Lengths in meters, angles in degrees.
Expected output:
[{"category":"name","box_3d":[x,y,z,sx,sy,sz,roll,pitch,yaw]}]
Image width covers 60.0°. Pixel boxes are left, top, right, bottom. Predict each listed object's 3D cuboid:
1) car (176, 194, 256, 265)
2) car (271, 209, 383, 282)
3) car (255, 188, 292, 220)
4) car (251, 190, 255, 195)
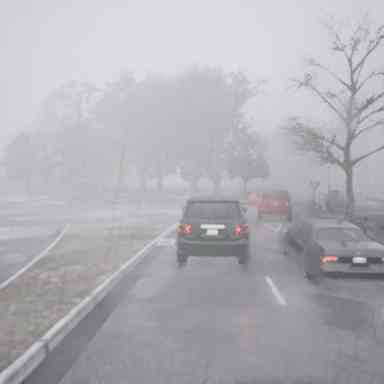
[{"category":"car","box_3d":[0.764,1.125,11.582,2.150,2.045,5.566,0,1,5]},{"category":"car","box_3d":[3.872,1.497,9.767,2.033,1.411,5.357,0,1,5]},{"category":"car","box_3d":[5.694,0.764,23.194,2.150,2.045,5.566,1,3,11]},{"category":"car","box_3d":[7.454,0.343,33.088,2.097,1.767,4.553,2,4,35]}]
